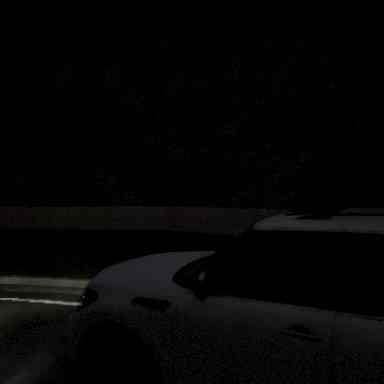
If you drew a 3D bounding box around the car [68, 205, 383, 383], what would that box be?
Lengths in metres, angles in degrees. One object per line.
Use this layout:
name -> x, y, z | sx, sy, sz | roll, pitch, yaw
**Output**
car -> 1.355, 1.149, 3.055 | 5.566, 2.045, 2.150 | 0, 0, 31
